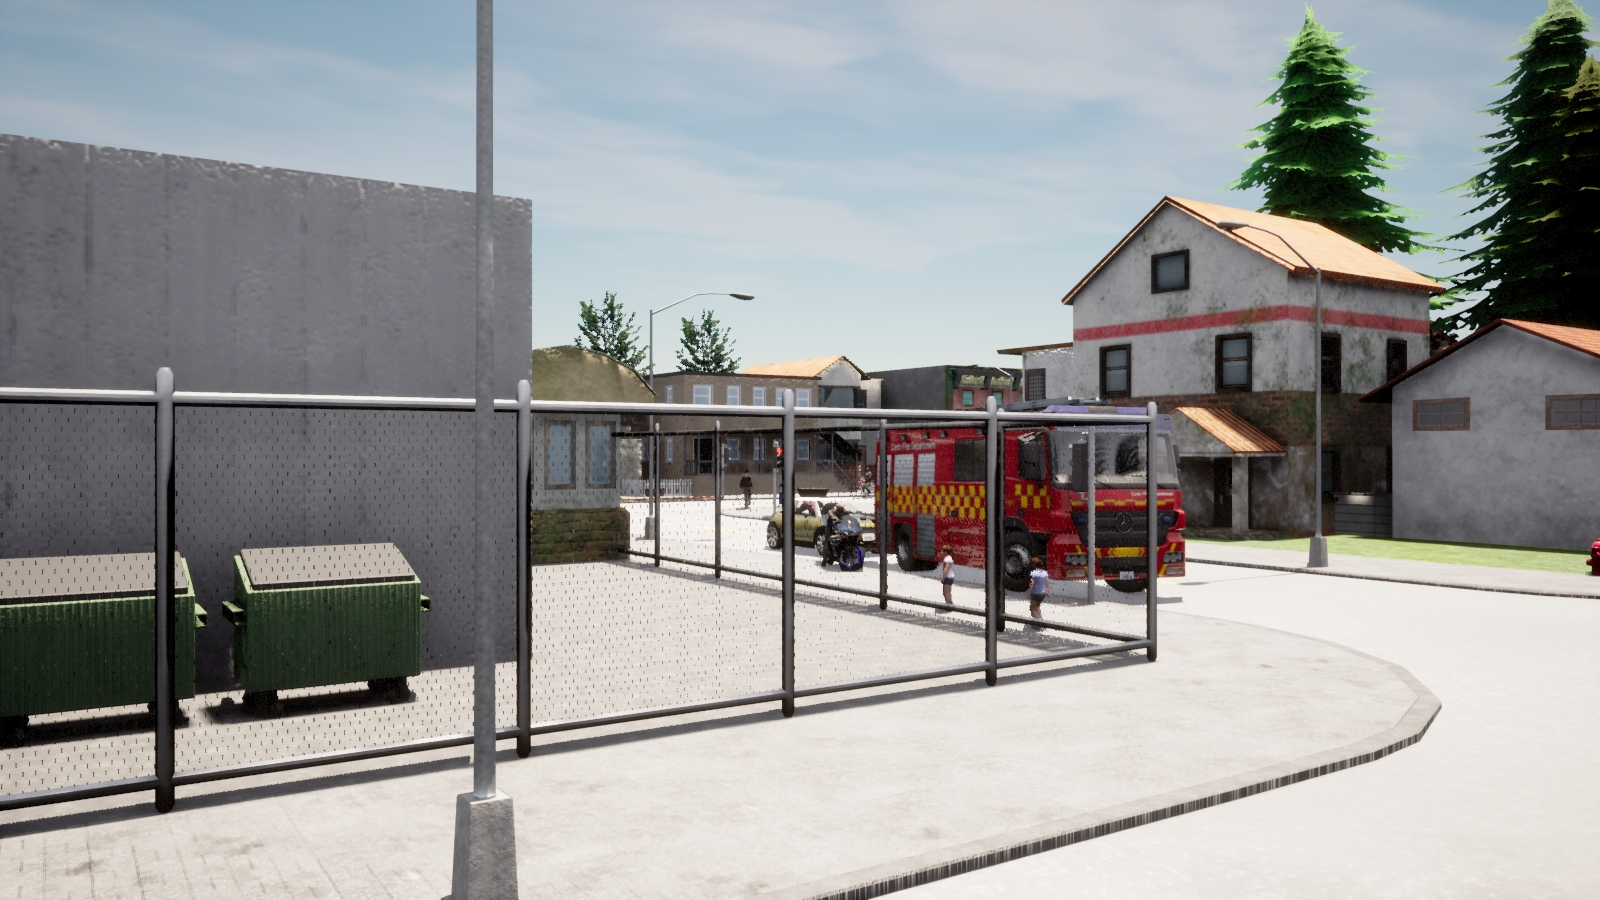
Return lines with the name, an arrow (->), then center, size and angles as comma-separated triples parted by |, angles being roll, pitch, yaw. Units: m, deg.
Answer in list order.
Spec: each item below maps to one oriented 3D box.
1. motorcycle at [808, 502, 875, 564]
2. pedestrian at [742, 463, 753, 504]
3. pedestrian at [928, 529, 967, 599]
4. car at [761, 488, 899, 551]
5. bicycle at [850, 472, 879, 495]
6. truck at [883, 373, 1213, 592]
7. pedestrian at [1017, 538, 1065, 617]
motorcycle -> 0.923, 1.872, 26.186 | 0.867, 1.251, 2.209 | 0, 0, -17
pedestrian -> -2.379, 1.517, 51.726 | 0.375, 1.860, 0.375 | 0, 0, 15
pedestrian -> 2.463, 1.895, 19.061 | 0.500, 1.100, 0.500 | 0, 0, 31
car -> 0.752, 1.845, 31.311 | 1.970, 1.475, 3.806 | 0, 0, -33
bicycle -> 3.714, 1.940, 65.827 | 1.835, 1.271, 0.329 | 0, 0, -33
truck -> 4.794, 0.674, 24.461 | 2.891, 3.827, 8.468 | 1, -1, -19
pedestrian -> 3.611, 1.896, 17.099 | 0.500, 1.100, 0.500 | 0, 0, -30
